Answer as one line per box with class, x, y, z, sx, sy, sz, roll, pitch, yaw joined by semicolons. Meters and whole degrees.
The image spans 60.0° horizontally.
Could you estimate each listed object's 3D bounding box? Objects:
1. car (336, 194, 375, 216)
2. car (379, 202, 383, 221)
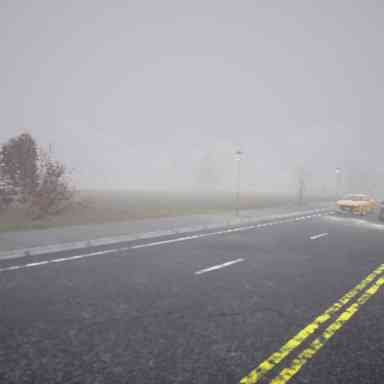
car;12.629;0.915;25.595;1.882;1.535;5.008;4;3;39
car;13.727;1.093;21.801;1.882;1.535;5.008;4;3;39
